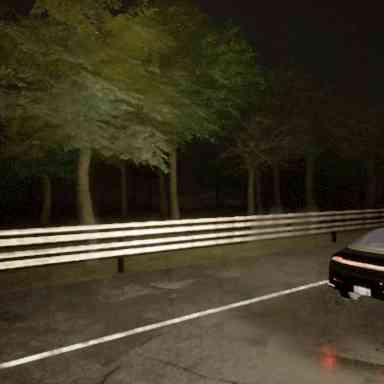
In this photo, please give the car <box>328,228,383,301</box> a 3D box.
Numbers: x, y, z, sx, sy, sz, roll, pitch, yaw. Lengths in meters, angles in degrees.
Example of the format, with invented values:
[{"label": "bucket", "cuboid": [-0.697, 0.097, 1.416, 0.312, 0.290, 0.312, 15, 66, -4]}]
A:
[{"label": "car", "cuboid": [4.935, 1.489, 7.100, 4.902, 1.511, 2.128, 0, 0, -34]}]
